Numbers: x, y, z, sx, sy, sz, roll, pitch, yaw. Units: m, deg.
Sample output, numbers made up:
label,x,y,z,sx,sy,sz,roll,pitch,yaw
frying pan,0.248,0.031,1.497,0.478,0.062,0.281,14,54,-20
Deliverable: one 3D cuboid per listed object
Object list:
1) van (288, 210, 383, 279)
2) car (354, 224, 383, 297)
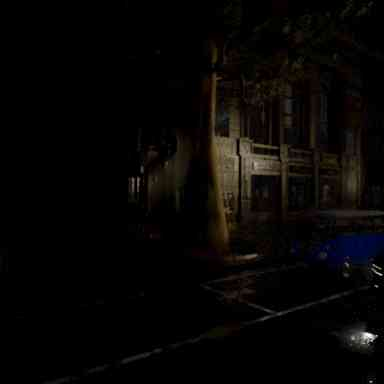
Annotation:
label,x,y,z,sx,sy,sz,roll,pitch,yaw
van,4.638,1.450,10.085,3.998,1.788,1.690,1,0,-36
car,6.066,1.583,7.703,5.008,1.535,1.882,1,0,-35
